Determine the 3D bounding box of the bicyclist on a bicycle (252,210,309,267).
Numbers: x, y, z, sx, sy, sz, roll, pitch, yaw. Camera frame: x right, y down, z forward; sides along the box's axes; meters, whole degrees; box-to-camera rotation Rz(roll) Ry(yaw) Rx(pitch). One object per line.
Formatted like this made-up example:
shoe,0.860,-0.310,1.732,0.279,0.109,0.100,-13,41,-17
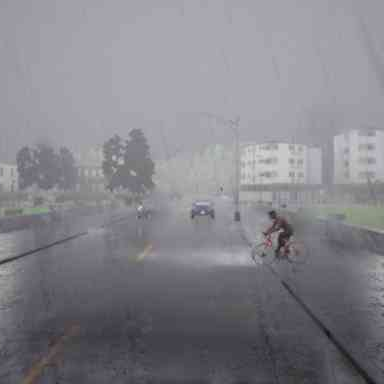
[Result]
bicyclist on a bicycle,2.537,1.340,9.652,1.656,1.620,0.582,-3,0,2

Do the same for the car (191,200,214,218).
car,0.931,1.442,28.682,1.812,1.442,4.674,0,0,2

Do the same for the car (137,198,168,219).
car,-3.197,1.269,27.811,2.097,1.767,4.553,0,0,2
